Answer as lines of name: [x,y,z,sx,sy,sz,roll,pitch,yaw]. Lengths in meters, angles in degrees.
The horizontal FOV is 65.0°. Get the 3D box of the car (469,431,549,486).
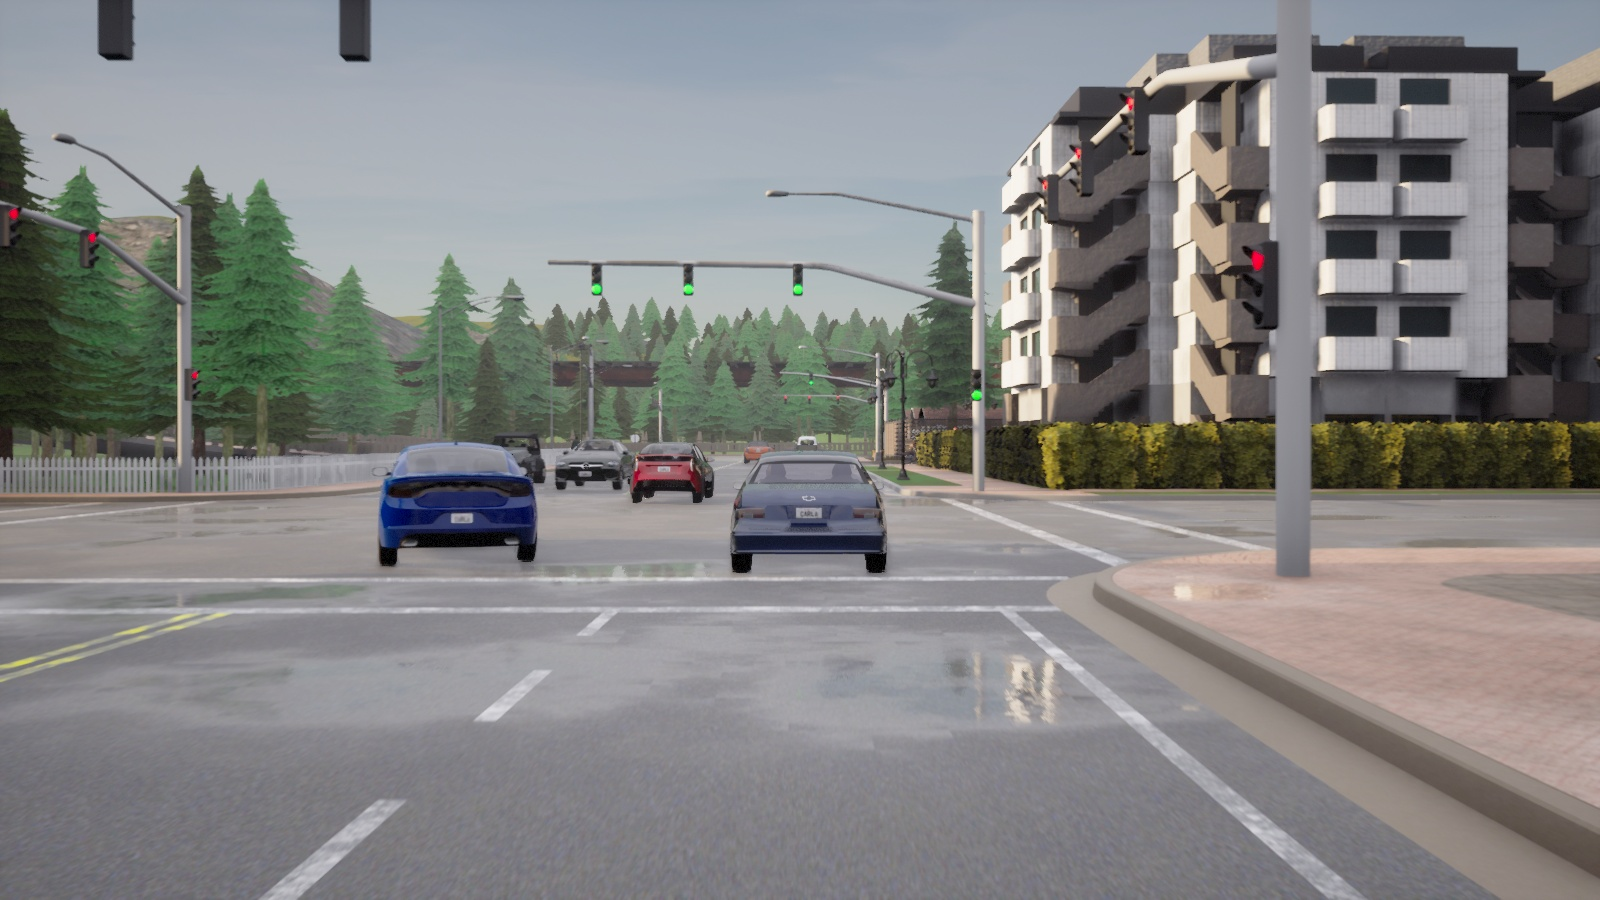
car: [-10.233,0.284,44.465,1.905,1.878,3.866,0,0,0]

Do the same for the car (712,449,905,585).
car: [0.106,0.704,15.909,2.033,1.411,5.357,0,0,0]

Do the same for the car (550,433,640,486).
car: [-6.747,0.283,41.934,2.152,1.651,5.027,0,0,0]

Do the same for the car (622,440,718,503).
car: [-3.299,0.506,32.746,2.007,1.525,4.514,0,0,0]

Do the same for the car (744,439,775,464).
car: [-2.964,0.085,91.846,2.097,1.767,4.553,0,0,0]

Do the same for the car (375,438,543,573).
car: [-4.735,0.625,16.996,1.882,1.535,5.008,0,0,-18]
